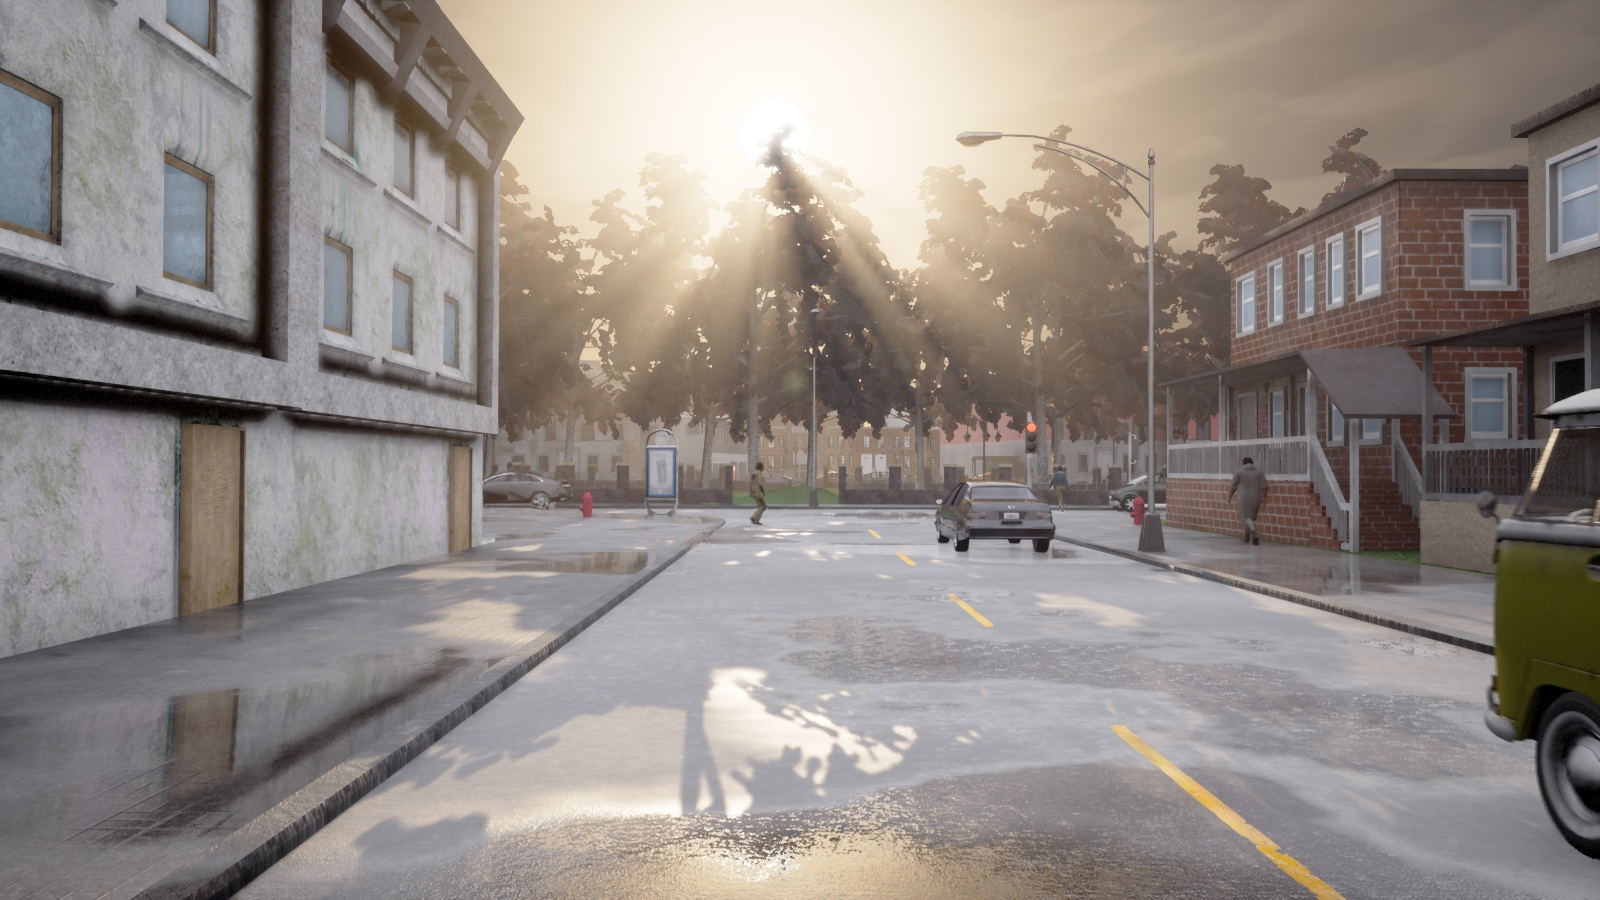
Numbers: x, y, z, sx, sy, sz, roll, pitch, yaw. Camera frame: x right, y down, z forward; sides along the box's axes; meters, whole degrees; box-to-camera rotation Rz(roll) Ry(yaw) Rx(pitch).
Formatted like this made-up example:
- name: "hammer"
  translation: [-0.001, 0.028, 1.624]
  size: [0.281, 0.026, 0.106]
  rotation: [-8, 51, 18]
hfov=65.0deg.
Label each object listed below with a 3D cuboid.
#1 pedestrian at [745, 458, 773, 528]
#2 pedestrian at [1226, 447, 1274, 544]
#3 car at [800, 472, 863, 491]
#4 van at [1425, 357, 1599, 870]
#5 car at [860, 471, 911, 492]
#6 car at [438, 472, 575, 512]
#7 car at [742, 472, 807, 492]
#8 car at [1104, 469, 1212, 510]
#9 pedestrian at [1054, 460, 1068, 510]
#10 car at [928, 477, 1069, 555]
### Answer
- name: "pedestrian"
  translation: [-1.148, 1.201, 35.351]
  size: [0.692, 1.930, 0.396]
  rotation: [0, -1, -25]
- name: "pedestrian"
  translation: [9.219, 0.915, 25.747]
  size: [0.659, 1.952, 0.873]
  rotation: [0, -1, 1]
- name: "car"
  translation: [2.416, 2.445, 98.539]
  size: [4.892, 1.490, 1.837]
  rotation: [0, -1, 0]
- name: "van"
  translation: [3.986, 0.617, 3.967]
  size: [1.775, 1.987, 4.442]
  rotation: [0, -1, 0]
- name: "car"
  translation: [6.412, 2.337, 94.554]
  size: [3.705, 1.549, 1.789]
  rotation: [0, -1, 0]
- name: "car"
  translation: [-11.448, 1.633, 49.218]
  size: [4.902, 1.511, 2.128]
  rotation: [0, -1, 0]
- name: "car"
  translation: [-1.912, 2.391, 94.522]
  size: [4.792, 1.488, 2.163]
  rotation: [0, -1, 0]
- name: "car"
  translation: [14.033, 1.553, 49.293]
  size: [3.705, 1.549, 1.789]
  rotation: [0, -1, 0]
- name: "pedestrian"
  translation: [10.246, 1.382, 49.304]
  size: [0.423, 1.949, 0.788]
  rotation: [0, -1, 1]
- name: "car"
  translation: [3.925, 1.274, 25.798]
  size: [2.033, 1.411, 5.357]
  rotation: [0, -1, 0]
